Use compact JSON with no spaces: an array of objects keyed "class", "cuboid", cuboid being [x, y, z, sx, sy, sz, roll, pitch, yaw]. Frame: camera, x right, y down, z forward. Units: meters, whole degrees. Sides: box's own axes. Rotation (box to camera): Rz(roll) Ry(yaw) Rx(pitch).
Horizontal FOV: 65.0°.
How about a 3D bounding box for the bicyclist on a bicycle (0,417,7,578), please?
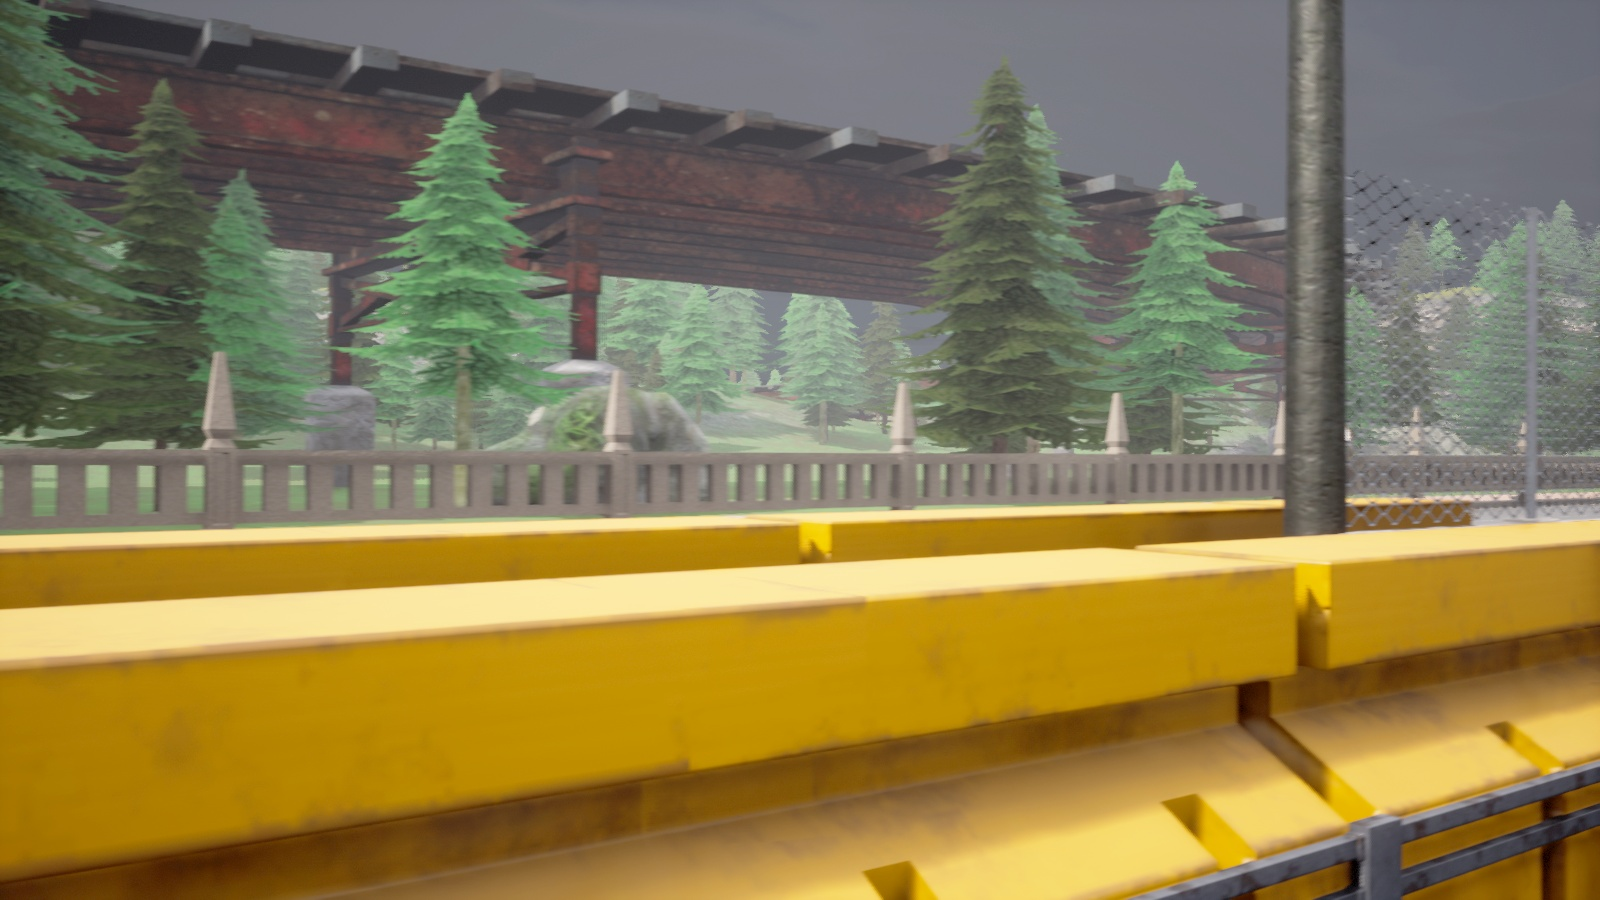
[{"class":"bicyclist on a bicycle","cuboid":[-6.142,0.644,7.913,1.843,1.776,0.659,2,-2,-35]}]
